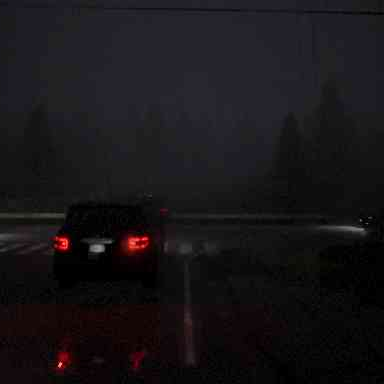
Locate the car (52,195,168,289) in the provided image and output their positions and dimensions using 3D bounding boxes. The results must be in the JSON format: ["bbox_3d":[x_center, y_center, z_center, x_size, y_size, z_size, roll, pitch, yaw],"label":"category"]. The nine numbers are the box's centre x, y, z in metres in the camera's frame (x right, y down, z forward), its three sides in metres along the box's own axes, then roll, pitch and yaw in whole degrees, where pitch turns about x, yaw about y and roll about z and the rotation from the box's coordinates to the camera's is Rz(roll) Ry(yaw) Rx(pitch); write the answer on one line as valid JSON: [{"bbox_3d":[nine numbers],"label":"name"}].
[{"bbox_3d":[-1.963,1.218,9.321,2.150,2.045,5.566,0,0,-2],"label":"car"}]

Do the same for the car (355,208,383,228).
[{"bbox_3d":[12.605,1.604,20.909,4.181,1.385,1.994,0,0,0],"label":"car"}]

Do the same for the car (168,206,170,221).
[{"bbox_3d":[-4.122,1.214,20.584,5.566,2.045,2.150,0,0,-1],"label":"car"}]
